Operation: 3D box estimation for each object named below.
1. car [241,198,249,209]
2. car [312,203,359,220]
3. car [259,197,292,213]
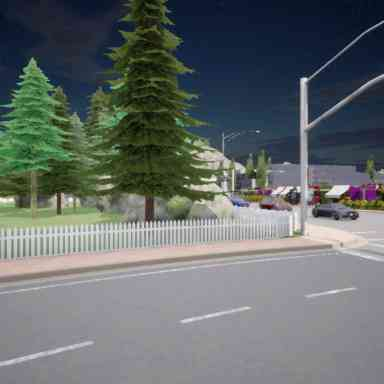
[{"bbox_3d":[6.495,1.533,47.632,1.882,1.535,5.008,0,0,-17],"label":"car"},{"bbox_3d":[12.156,1.619,28.441,1.994,1.385,4.181,0,0,-16],"label":"car"},{"bbox_3d":[9.413,1.407,37.735,2.097,1.767,4.553,0,0,-16],"label":"car"}]
